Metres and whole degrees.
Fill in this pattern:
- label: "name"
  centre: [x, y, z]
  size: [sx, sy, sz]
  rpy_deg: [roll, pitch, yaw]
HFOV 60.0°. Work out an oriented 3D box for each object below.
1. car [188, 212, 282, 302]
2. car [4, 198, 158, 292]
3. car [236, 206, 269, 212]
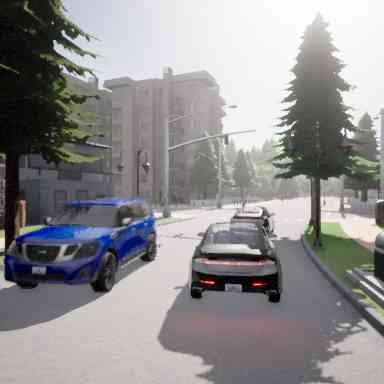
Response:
- label: "car"
  centre: [1.103, 1.490, 8.314]
  size: [2.128, 1.511, 4.902]
  rpy_deg: [0, 0, 9]
- label: "car"
  centre: [-2.593, 1.220, 9.399]
  size: [2.150, 2.045, 5.566]
  rpy_deg: [0, 0, 10]
- label: "car"
  centre: [3.227, 1.489, 17.422]
  size: [2.128, 1.511, 4.902]
  rpy_deg: [0, 0, 18]
